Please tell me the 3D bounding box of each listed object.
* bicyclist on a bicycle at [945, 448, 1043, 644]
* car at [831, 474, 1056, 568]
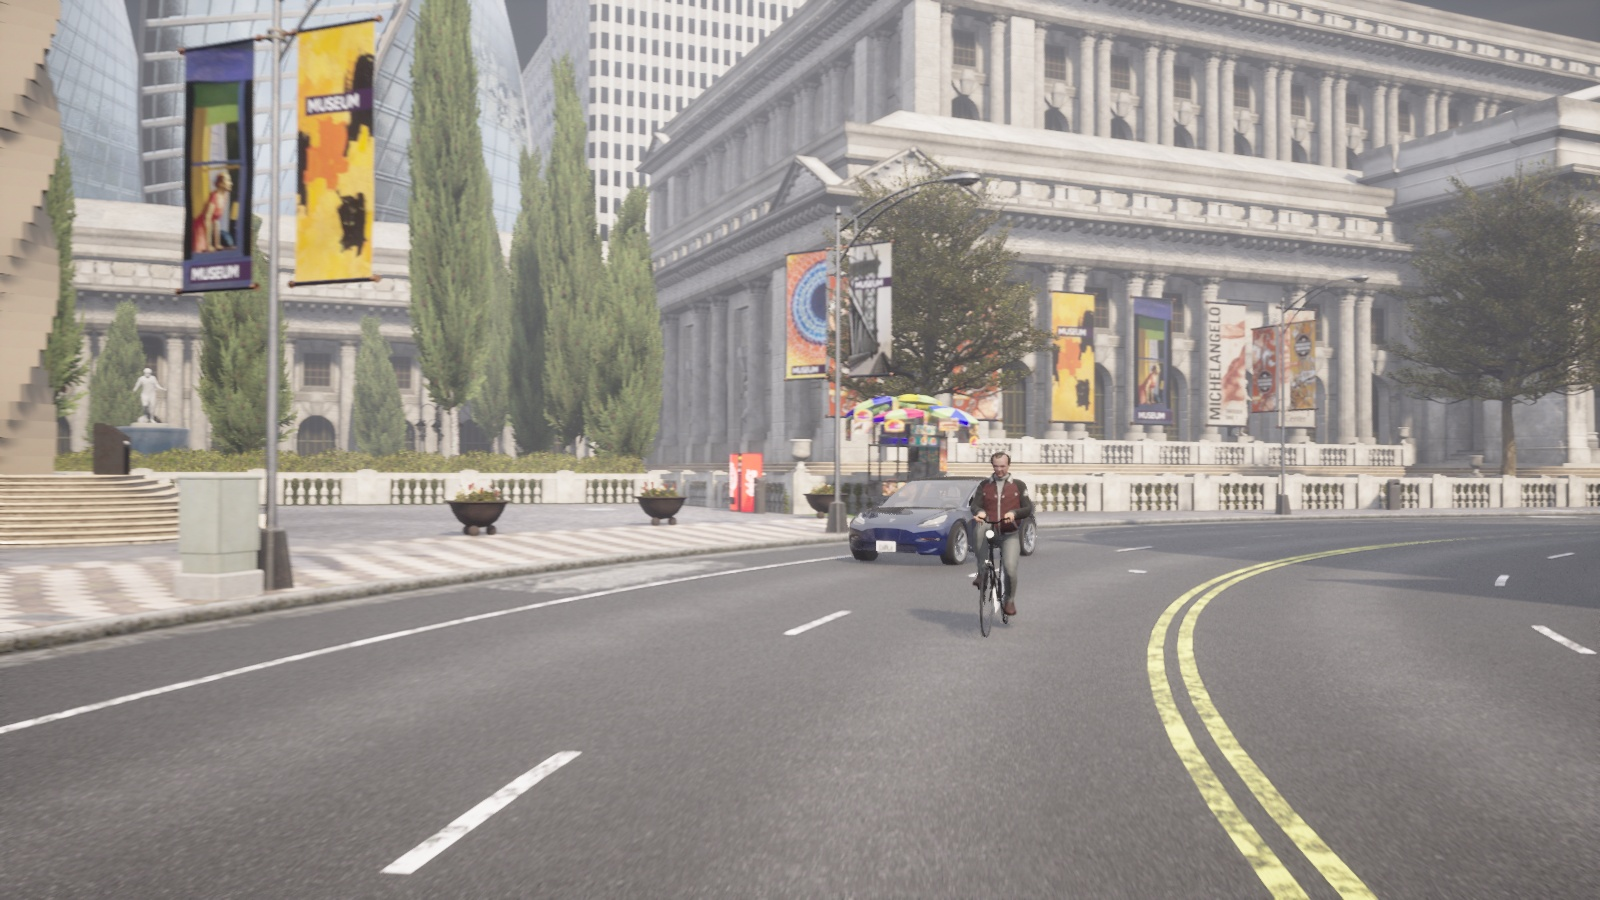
[{"bbox_3d":[1.936,0.886,12.336,0.659,1.776,1.843,0,-1,18],"label":"bicyclist on a bicycle"},{"bbox_3d":[2.723,1.187,22.698,2.163,1.488,4.792,-1,-1,32],"label":"car"}]
